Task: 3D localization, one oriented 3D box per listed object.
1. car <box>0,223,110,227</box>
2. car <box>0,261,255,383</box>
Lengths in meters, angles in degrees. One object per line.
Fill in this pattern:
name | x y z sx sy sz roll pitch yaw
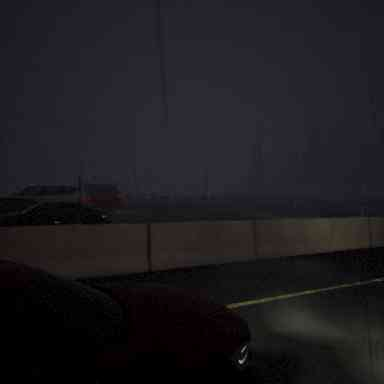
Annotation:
car | -5.530 1.049 12.786 4.674 1.442 1.812 0 2 -27
car | -1.793 1.356 2.686 5.008 1.535 1.882 0 2 -27
